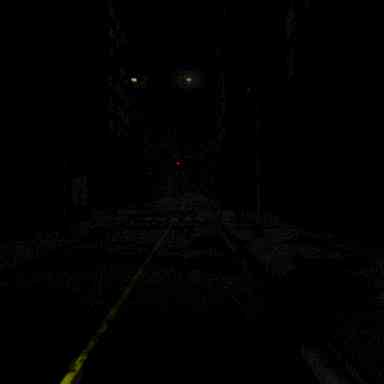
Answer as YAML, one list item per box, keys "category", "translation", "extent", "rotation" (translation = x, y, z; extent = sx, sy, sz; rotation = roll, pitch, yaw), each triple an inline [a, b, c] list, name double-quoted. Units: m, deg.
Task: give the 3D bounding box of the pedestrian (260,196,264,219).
- category: "pedestrian"
  translation: [5.671, 1.250, 27.457]
  extent: [0.375, 1.860, 0.375]
  rotation: [0, 0, 0]

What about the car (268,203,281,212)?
- category: "car"
  translation: [11.713, 1.794, 41.644]
  extent: [4.206, 1.307, 1.802]
  rotation: [1, 0, 0]

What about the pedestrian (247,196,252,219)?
- category: "pedestrian"
  translation: [4.670, 1.224, 26.858]
  extent: [0.375, 1.860, 0.375]
  rotation: [0, 0, 0]

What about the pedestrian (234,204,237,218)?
- category: "pedestrian"
  translation: [3.671, 1.598, 28.061]
  extent: [0.500, 1.100, 0.500]
  rotation: [0, 0, 0]
